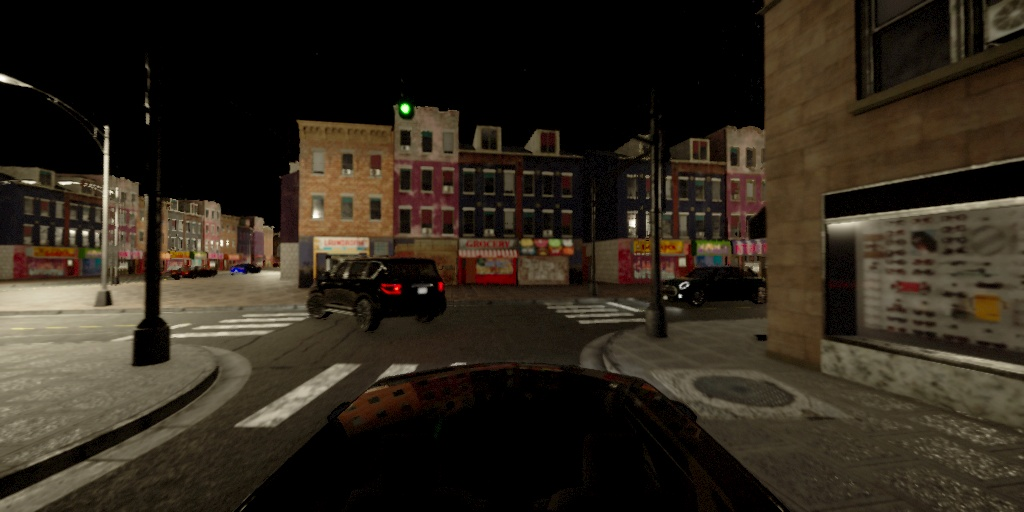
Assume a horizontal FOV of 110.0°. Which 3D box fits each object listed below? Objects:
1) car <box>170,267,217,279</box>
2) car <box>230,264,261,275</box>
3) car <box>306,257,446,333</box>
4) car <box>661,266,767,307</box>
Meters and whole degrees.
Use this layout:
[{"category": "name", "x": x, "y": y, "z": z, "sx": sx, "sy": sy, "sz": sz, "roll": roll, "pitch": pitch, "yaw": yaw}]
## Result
[{"category": "car", "x": -34.954, "y": 1.830, "z": 39.601, "sx": 1.895, "sy": 1.301, "sz": 4.718, "roll": 0, "pitch": -1, "yaw": -10}, {"category": "car", "x": -36.710, "y": 1.821, "z": 49.605, "sx": 1.882, "sy": 1.535, "sz": 5.008, "roll": 0, "pitch": -1, "yaw": -10}, {"category": "car", "x": -4.453, "y": 1.075, "z": 11.497, "sx": 5.566, "sy": 2.045, "sz": 2.150, "roll": -1, "pitch": -2, "yaw": 41}, {"category": "car", "x": 8.875, "y": 1.235, "z": 16.050, "sx": 4.553, "sy": 1.767, "sz": 2.097, "roll": 0, "pitch": -1, "yaw": -10}]
